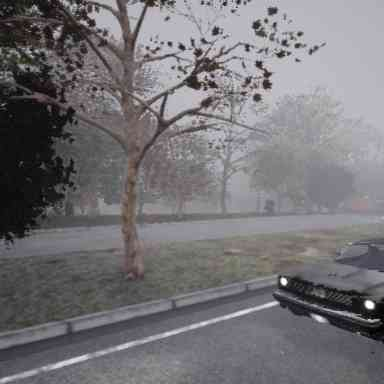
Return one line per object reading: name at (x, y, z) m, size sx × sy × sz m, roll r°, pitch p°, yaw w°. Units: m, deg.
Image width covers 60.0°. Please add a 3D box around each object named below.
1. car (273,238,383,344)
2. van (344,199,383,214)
car at (3.733, 1.623, 6.347) m, size 4.718 × 1.301 × 1.895 m, roll 0°, pitch 0°, yaw -36°
van at (22.697, 1.891, 44.671) m, size 1.878 × 1.987 × 4.442 m, roll 2°, pitch -1°, yaw -35°
